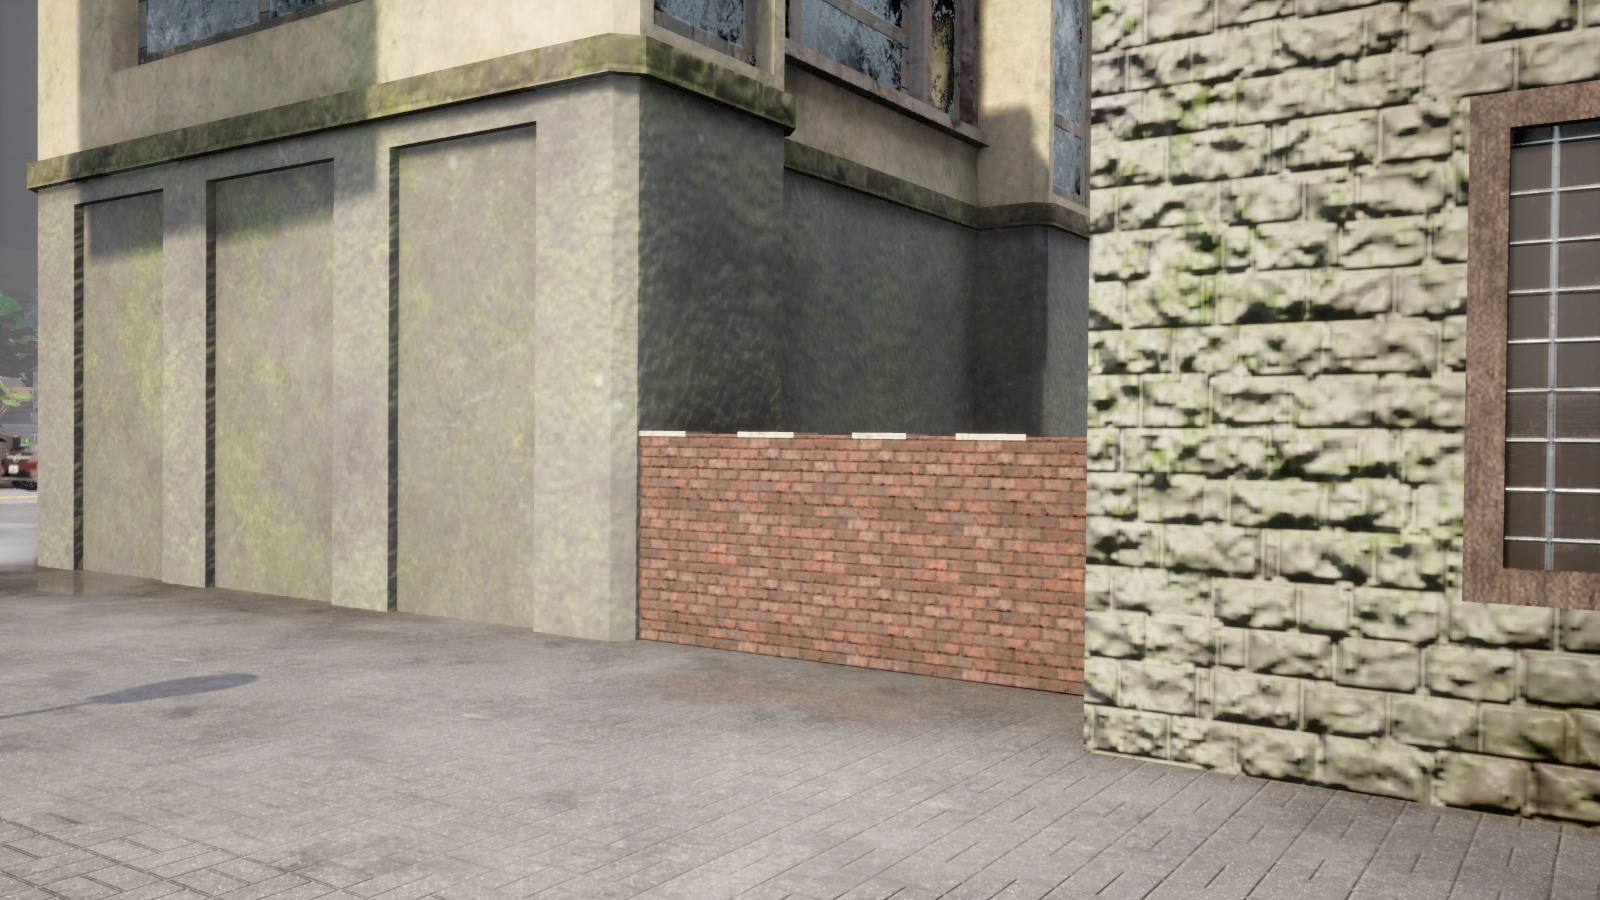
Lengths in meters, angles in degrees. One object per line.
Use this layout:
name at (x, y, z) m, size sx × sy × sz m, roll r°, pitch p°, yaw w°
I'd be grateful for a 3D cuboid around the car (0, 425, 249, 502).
car at (-16.021, 0.249, 29.747) m, size 2.152 × 1.651 × 5.027 m, roll 0°, pitch 1°, yaw 34°
